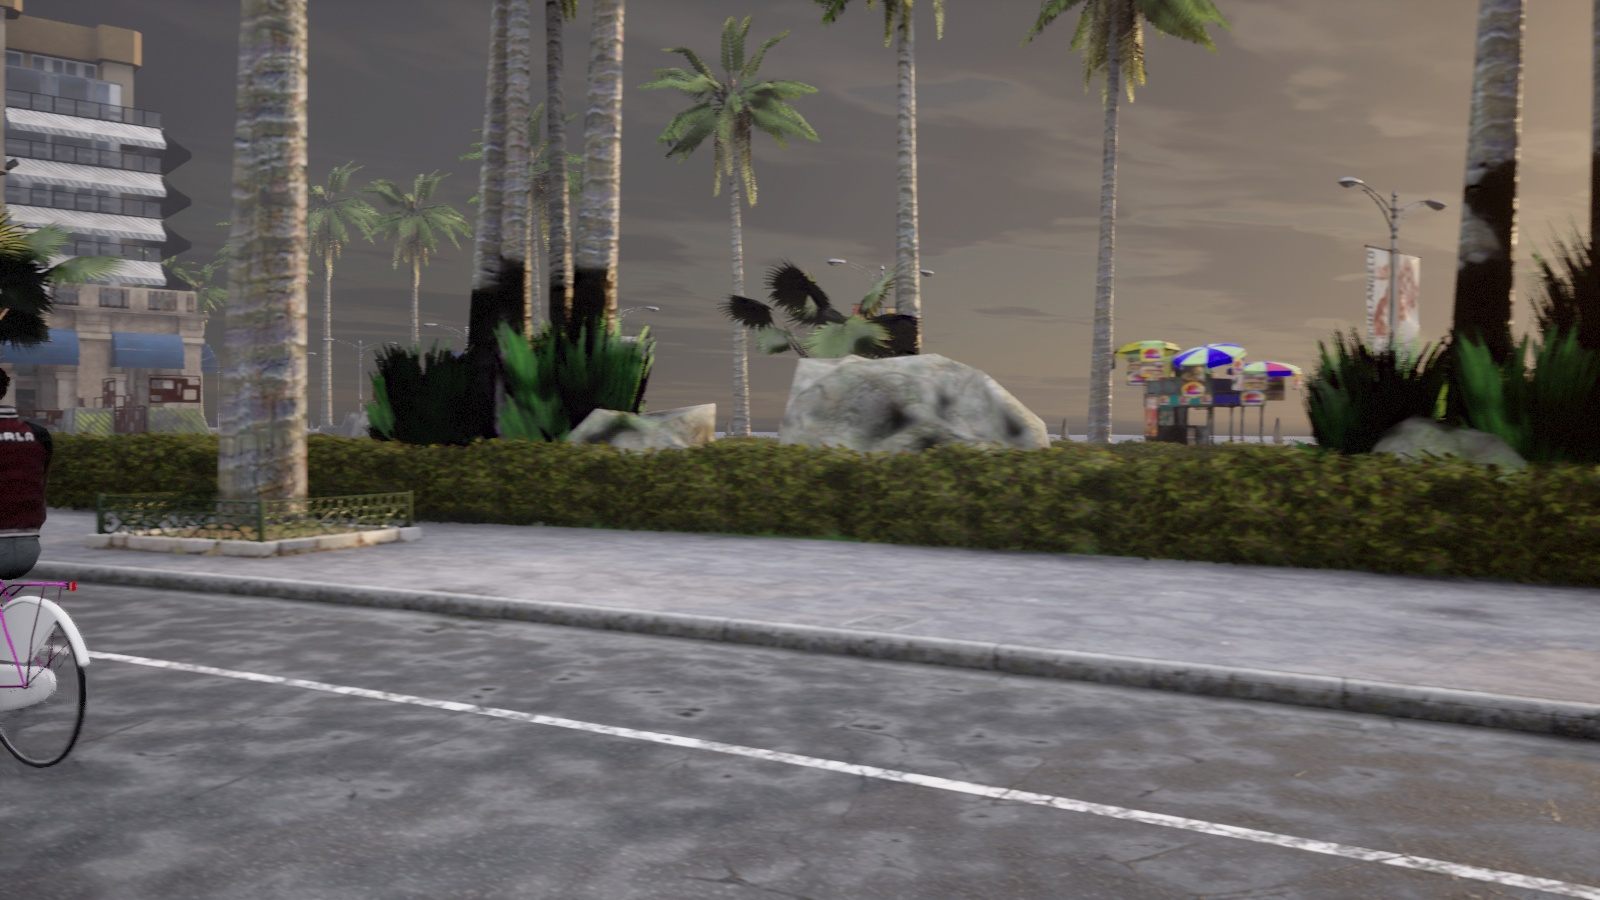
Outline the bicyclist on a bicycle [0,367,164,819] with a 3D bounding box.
[{"bbox_3d":[-3.771,0.556,5.648,1.843,1.776,0.659,0,1,28],"label":"bicyclist on a bicycle"}]
